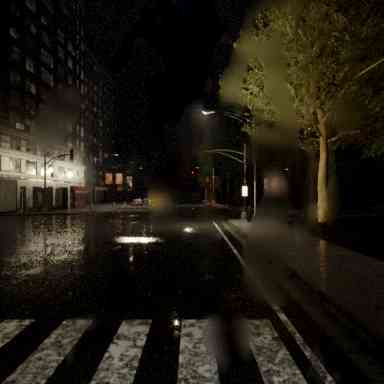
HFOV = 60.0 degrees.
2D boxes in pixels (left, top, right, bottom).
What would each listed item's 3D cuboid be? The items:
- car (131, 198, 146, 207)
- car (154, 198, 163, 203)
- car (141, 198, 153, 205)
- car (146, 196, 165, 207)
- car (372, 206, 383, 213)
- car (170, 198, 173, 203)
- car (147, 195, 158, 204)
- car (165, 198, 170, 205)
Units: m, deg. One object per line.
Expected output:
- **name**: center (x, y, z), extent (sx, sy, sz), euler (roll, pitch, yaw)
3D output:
- **car**: center (-9.661, 1.929, 59.315), extent (1.994, 1.385, 4.181), euler (0, -1, 0)
- **car**: center (-9.518, 2.395, 95.070), extent (2.128, 1.511, 4.902), euler (0, -1, 0)
- **car**: center (-9.579, 2.059, 70.497), extent (1.994, 1.385, 4.181), euler (0, -1, 0)
- **car**: center (-6.417, 1.839, 58.995), extent (1.882, 1.535, 5.008), euler (0, -1, 1)
- **car**: center (41.790, 3.910, 74.394), extent (4.892, 1.490, 1.837), euler (4, -3, -45)
- **car**: center (-6.303, 2.186, 81.121), extent (1.812, 1.442, 4.674), euler (0, -1, 0)
- **car**: center (-9.553, 1.889, 81.240), extent (2.150, 2.045, 5.566), euler (0, -1, 0)
- **car**: center (-6.329, 2.048, 70.630), extent (2.033, 1.411, 5.357), euler (0, -1, 0)
